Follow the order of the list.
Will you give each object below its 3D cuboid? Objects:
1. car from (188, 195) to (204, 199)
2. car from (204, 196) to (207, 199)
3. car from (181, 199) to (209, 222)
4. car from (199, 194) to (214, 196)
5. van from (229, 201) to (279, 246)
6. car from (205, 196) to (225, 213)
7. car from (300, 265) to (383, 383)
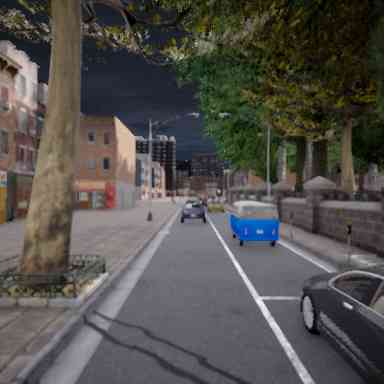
[{"bbox_3d":[0.101,1.470,42.427,2.128,1.511,4.902,0,0,0],"label":"car"},{"bbox_3d":[2.648,1.565,47.539,1.802,1.307,4.206,1,0,0],"label":"car"},{"bbox_3d":[0.102,1.503,25.838,1.812,1.442,4.674,0,0,0],"label":"car"},{"bbox_3d":[2.651,1.304,52.988,2.192,1.841,5.009,1,0,0],"label":"car"},{"bbox_3d":[2.651,1.325,14.841,1.690,1.788,3.998,1,0,0],"label":"van"},{"bbox_3d":[2.649,1.503,36.809,1.752,1.417,4.829,1,0,0],"label":"car"},{"bbox_3d":[2.648,1.546,3.943,2.008,1.369,4.403,1,0,0],"label":"car"}]
